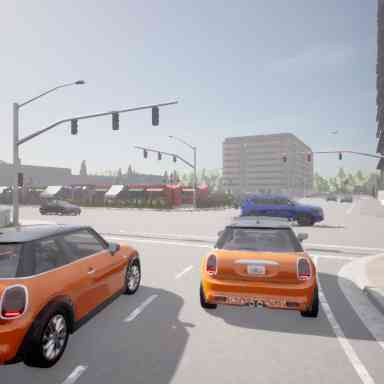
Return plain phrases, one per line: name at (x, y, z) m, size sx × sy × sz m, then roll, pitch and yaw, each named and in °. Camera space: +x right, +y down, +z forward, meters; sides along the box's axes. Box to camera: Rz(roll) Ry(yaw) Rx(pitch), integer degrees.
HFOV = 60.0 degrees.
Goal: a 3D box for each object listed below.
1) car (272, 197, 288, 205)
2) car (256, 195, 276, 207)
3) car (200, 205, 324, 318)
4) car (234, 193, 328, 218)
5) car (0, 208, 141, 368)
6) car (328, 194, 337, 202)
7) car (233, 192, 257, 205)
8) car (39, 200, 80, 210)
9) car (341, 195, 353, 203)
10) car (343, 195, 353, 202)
car at (16.565, 1.601, 62.209) m, size 1.895 × 1.301 × 4.718 m, roll 0°, pitch 0°, yaw 28°
car at (11.940, 1.352, 53.366) m, size 2.097 × 1.767 × 4.553 m, roll 0°, pitch 0°, yaw 27°
car at (1.603, 1.352, 7.770) m, size 2.097 × 1.767 × 4.553 m, roll 0°, pitch 0°, yaw 14°
car at (6.114, 1.256, 22.939) m, size 5.566 × 2.045 × 2.150 m, roll 0°, pitch 0°, yaw 28°
car at (-2.509, 1.352, 6.052) m, size 2.097 × 1.767 × 4.553 m, roll 0°, pitch 0°, yaw 9°
car at (33.386, 1.355, 79.371) m, size 2.097 × 1.767 × 4.553 m, roll 0°, pitch 0°, yaw 27°
car at (7.349, 1.221, 44.516) m, size 2.150 × 2.045 × 5.566 m, roll 0°, pitch 0°, yaw 27°
car at (-13.156, 1.581, 33.089) m, size 4.674 × 1.442 × 1.812 m, roll 0°, pitch 0°, yaw 28°
car at (31.954, 1.595, 68.991) m, size 1.895 × 1.301 × 4.718 m, roll 0°, pitch 0°, yaw 27°
car at (36.526, 1.500, 77.823) m, size 1.837 × 1.490 × 4.892 m, roll 0°, pitch 0°, yaw 27°
